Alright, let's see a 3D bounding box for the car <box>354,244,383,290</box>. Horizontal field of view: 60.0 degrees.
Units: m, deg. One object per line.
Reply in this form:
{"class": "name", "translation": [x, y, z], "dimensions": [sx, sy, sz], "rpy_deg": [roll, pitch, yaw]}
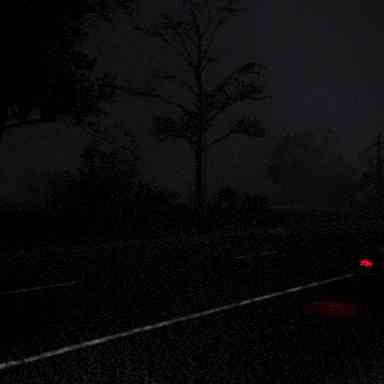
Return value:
{"class": "car", "translation": [5.987, 1.537, 7.852], "dimensions": [5.357, 1.411, 2.033], "rpy_deg": [0, 0, -35]}

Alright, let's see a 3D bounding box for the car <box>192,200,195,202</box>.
{"class": "car", "translation": [1.040, 1.694, 69.208], "dimensions": [1.895, 1.301, 4.718], "rpy_deg": [0, -1, -23]}

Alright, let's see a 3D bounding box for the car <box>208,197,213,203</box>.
{"class": "car", "translation": [5.144, 1.708, 68.263], "dimensions": [1.895, 1.301, 4.718], "rpy_deg": [0, -1, -23]}

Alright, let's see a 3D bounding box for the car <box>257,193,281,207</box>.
{"class": "car", "translation": [11.787, 1.234, 53.248], "dimensions": [2.150, 2.045, 5.566], "rpy_deg": [0, 0, -25]}
